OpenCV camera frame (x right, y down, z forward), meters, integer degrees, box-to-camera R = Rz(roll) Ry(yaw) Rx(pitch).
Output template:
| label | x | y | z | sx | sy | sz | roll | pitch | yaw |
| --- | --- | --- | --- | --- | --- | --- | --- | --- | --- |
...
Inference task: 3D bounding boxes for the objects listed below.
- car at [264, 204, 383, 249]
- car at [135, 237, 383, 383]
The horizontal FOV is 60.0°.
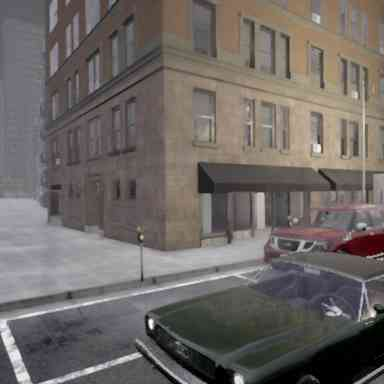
| label | x | y | z | sx | sy | sz | roll | pitch | yaw |
| --- | --- | --- | --- | --- | --- | --- | --- | --- | --- |
| car | 4.332 | 1.300 | 9.670 | 5.009 | 1.841 | 2.192 | 0 | 0 | -36 |
| car | 1.692 | 1.594 | 4.476 | 4.718 | 1.301 | 1.895 | 0 | 0 | -36 |
